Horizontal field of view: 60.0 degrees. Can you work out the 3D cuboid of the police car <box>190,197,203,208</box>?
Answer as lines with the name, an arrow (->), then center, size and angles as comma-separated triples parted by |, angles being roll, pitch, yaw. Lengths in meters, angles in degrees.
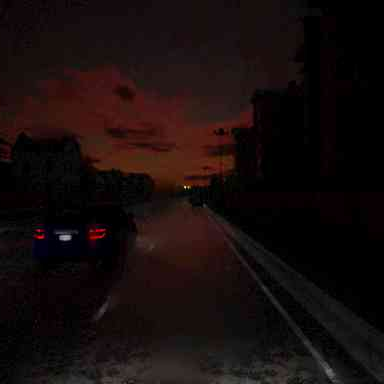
police car -> 1.051, 2.025, 60.930 | 1.930, 1.638, 5.238 | 0, -1, 0

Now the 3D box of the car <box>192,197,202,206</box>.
car -> 1.050, 2.048, 70.791 | 2.097, 1.767, 4.553 | 0, -1, 0

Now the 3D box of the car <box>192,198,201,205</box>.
car -> 1.051, 2.233, 76.819 | 1.882, 1.535, 5.008 | 0, -1, 0

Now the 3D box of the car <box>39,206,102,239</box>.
car -> -6.900, 1.670, 19.514 | 1.882, 1.535, 5.008 | 0, 0, 0

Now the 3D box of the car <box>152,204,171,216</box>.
car -> -3.399, 1.974, 37.881 | 1.895, 1.301, 4.718 | 0, -1, 0

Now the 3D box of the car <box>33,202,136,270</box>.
car -> -3.400, 1.337, 11.618 | 2.150, 2.045, 5.566 | 0, 0, 0
